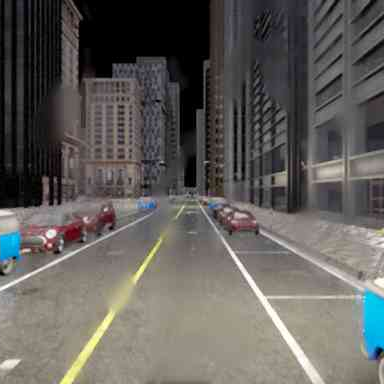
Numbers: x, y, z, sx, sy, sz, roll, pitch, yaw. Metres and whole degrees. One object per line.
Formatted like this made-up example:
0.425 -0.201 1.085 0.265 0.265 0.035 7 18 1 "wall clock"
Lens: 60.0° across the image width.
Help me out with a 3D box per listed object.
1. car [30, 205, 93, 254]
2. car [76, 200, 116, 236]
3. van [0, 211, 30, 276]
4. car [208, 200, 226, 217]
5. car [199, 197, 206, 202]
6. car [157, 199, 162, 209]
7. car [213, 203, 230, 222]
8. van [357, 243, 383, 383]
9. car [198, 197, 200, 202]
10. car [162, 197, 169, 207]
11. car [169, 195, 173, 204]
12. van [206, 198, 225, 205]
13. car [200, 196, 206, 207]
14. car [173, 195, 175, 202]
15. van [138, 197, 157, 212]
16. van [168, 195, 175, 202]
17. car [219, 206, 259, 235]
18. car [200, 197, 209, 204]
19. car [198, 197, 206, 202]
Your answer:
-5.757 1.512 13.578 1.967 1.590 4.097 0 0 0 "car"
-5.755 1.416 19.221 2.192 1.841 5.009 0 0 0 "car"
-5.761 1.384 7.938 1.690 1.788 3.998 0 0 0 "van"
2.778 1.723 30.500 1.947 1.339 4.313 0 0 0 "car"
2.810 1.956 87.076 1.752 1.417 4.829 0 0 0 "car"
-5.738 1.789 47.423 1.887 1.381 4.507 0 0 0 "car"
2.775 1.710 24.859 1.802 1.307 4.206 0 0 0 "car"
2.761 1.353 2.298 1.690 1.788 3.998 0 0 0 "van"
2.800 1.905 69.984 2.008 1.369 4.403 0 0 0 "car"
-5.732 1.866 58.705 1.947 1.339 4.313 0 0 0 "car"
-5.725 1.795 69.987 1.967 1.590 4.097 0 0 0 "car"
2.780 1.527 36.141 1.690 1.788 3.998 0 0 0 "van"
2.794 1.844 58.703 1.887 1.381 4.507 0 0 0 "car"
-5.718 1.973 81.269 1.947 1.339 4.313 0 0 0 "car"
-5.742 1.557 41.784 1.690 1.788 3.998 0 0 0 "van"
-5.713 1.797 92.551 1.690 1.788 3.998 0 0 0 "van"
2.772 1.681 19.218 1.802 1.307 4.206 0 0 0 "car"
2.803 1.946 75.624 1.947 1.339 4.313 0 0 0 "car"
2.813 2.005 92.546 2.008 1.369 4.403 0 0 0 "car"
